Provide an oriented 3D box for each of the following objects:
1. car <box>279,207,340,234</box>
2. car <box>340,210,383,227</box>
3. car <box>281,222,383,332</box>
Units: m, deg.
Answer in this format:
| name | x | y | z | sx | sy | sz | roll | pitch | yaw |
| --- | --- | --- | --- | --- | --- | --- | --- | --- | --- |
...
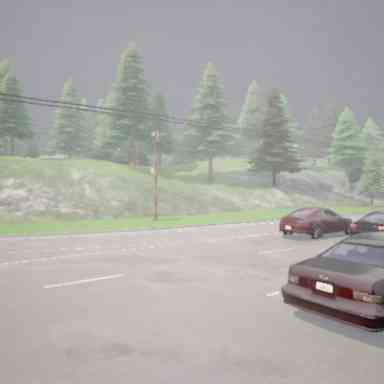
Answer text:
| name | x | y | z | sx | sy | sz | roll | pitch | yaw |
| --- | --- | --- | --- | --- | --- | --- | --- | --- | --- |
| car | 6.369 | 1.495 | 16.876 | 4.674 | 1.442 | 1.812 | 0 | 0 | -35 |
| car | 8.534 | 1.494 | 14.123 | 4.674 | 1.442 | 1.812 | 0 | 0 | -35 |
| car | 4.123 | 1.533 | 6.683 | 5.357 | 1.411 | 2.033 | 0 | 0 | -35 |
